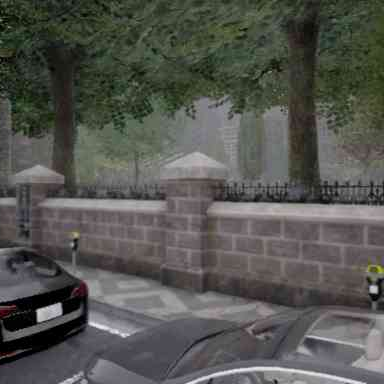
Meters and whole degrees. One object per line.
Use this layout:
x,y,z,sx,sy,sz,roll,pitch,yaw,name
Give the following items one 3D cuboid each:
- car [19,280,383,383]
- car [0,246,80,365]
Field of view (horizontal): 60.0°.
0.984,1.552,2.258,4.403,1.369,2.008,0,0,36,car
-3.512,1.580,5.470,4.313,1.339,1.947,0,0,36,car
